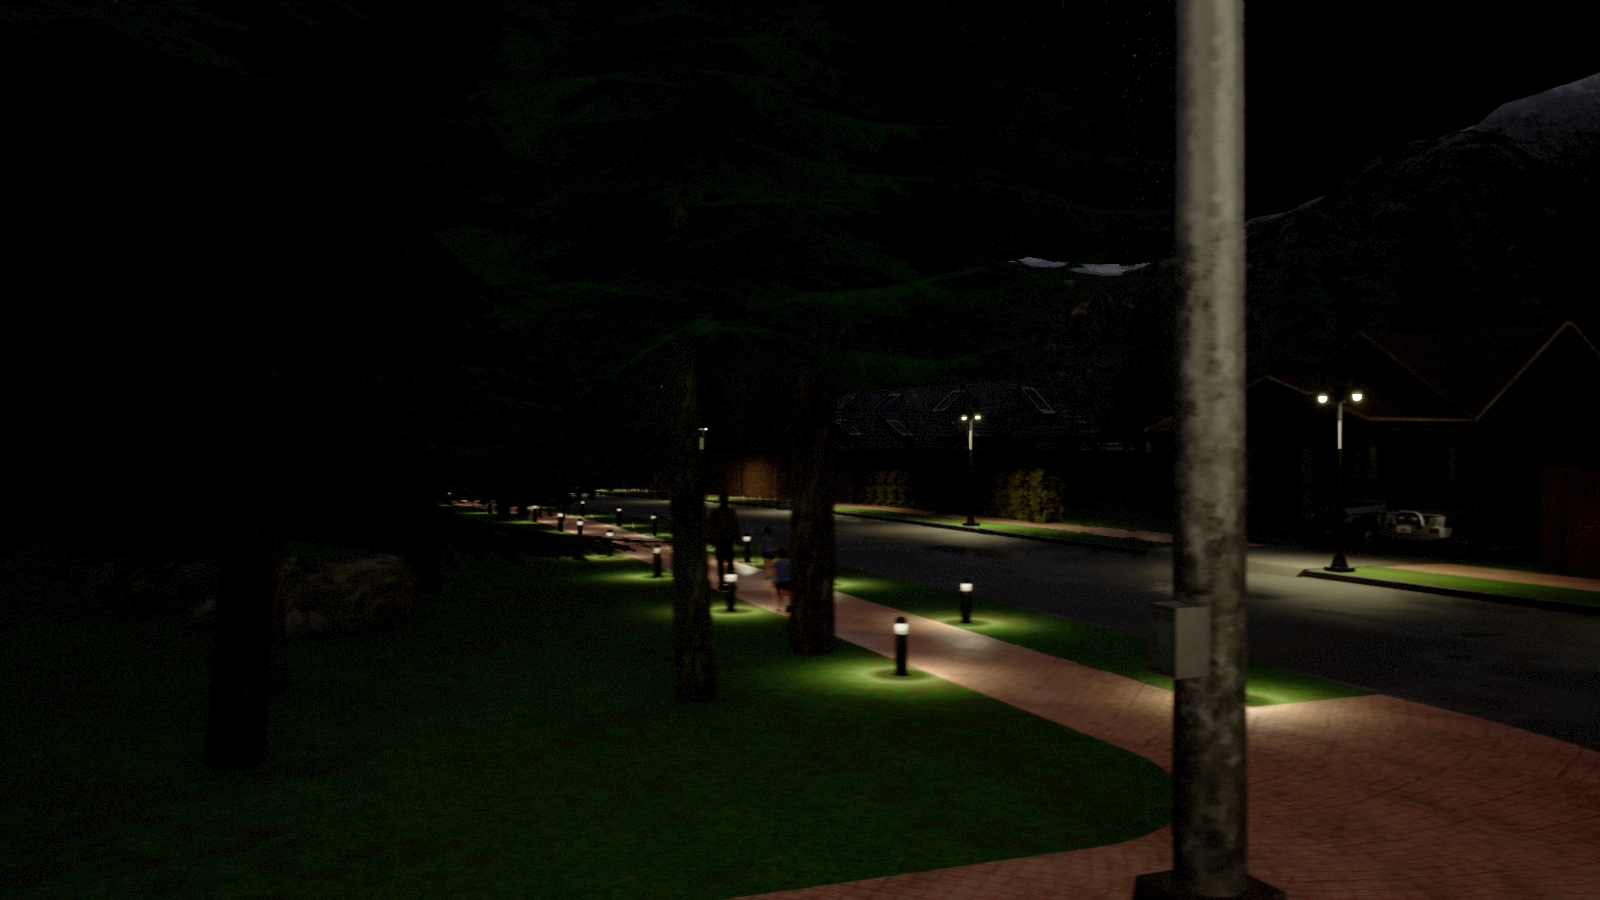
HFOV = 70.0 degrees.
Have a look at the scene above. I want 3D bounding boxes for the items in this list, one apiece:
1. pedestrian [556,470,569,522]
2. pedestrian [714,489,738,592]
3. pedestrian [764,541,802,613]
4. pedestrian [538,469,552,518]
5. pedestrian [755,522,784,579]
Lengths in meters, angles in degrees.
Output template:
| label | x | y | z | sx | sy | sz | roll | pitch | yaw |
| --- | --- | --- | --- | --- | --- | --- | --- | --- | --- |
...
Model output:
| label | x | y | z | sx | sy | sz | roll | pitch | yaw |
| --- | --- | --- | --- | --- | --- | --- | --- | --- | --- |
| pedestrian | -8.626 | 1.665 | 41.525 | 0.375 | 1.860 | 0.375 | 0 | 0 | -28 |
| pedestrian | -1.363 | 1.662 | 21.042 | 0.375 | 1.860 | 0.375 | 0 | 0 | -18 |
| pedestrian | -0.269 | 2.044 | 18.438 | 0.500 | 1.100 | 0.500 | 0 | 0 | -16 |
| pedestrian | -9.843 | 1.663 | 44.109 | 0.375 | 1.860 | 0.375 | 0 | 0 | -45 |
| pedestrian | -0.620 | 2.044 | 23.276 | 0.500 | 1.100 | 0.500 | 0 | 0 | -14 |
